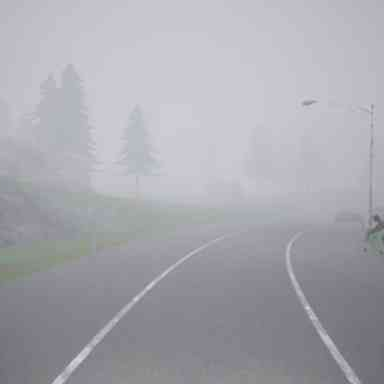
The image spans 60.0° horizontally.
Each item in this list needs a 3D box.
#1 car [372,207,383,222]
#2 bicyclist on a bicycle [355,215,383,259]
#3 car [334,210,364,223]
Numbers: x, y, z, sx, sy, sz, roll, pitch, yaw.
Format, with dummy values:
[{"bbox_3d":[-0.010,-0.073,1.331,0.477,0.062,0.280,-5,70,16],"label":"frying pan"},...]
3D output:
[{"bbox_3d":[26.103,3.065,44.030,5.566,2.045,2.150,5,-1,-28],"label":"car"},{"bbox_3d":[6.812,1.651,12.012,1.656,1.620,0.582,1,-1,16],"label":"bicyclist on a bicycle"},{"bbox_3d":[18.045,2.784,38.120,4.181,1.385,1.994,4,-1,-41],"label":"car"}]
